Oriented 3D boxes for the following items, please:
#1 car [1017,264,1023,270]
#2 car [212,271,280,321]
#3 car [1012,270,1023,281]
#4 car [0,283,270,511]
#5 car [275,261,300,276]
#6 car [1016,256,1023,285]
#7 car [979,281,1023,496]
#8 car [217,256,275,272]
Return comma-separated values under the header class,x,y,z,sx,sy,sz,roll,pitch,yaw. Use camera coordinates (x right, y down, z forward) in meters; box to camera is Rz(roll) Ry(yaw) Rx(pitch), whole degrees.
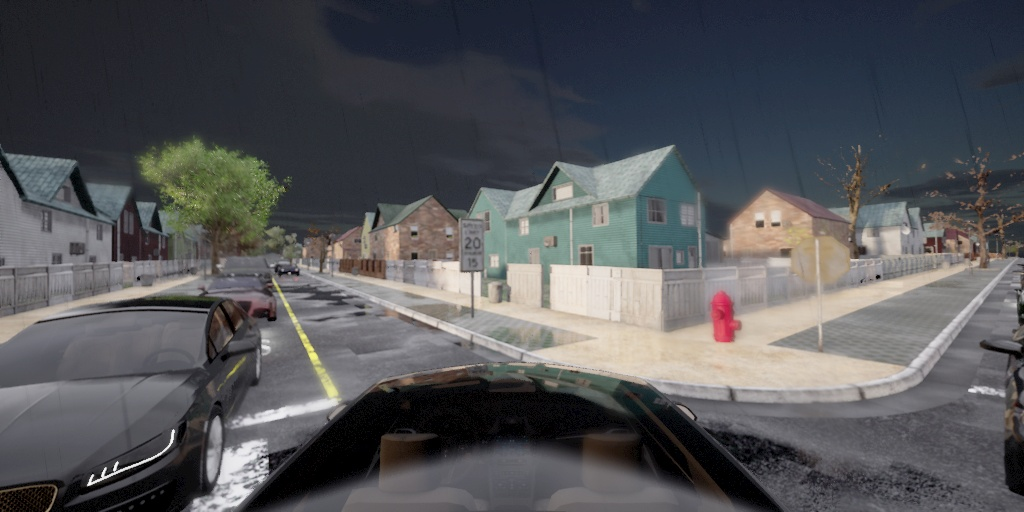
class,x,y,z,sx,sy,sz,roll,pitch,yaw
car,21.779,0.917,14.244,4.892,1.490,1.837,-1,-1,-35
car,-8.930,1.350,11.694,1.994,1.385,4.181,0,0,-35
car,13.512,1.154,8.467,4.718,1.301,1.895,-1,-1,-35
car,-4.049,1.267,3.920,1.837,1.490,4.892,0,0,-29
car,-23.952,1.481,38.391,1.895,1.301,4.718,0,0,-35
car,30.106,0.768,20.041,4.902,1.511,2.128,-1,-1,-35
car,5.904,1.182,3.145,4.902,1.511,2.128,-1,0,-35
car,-14.207,1.034,19.271,2.150,2.045,5.566,0,0,-35
